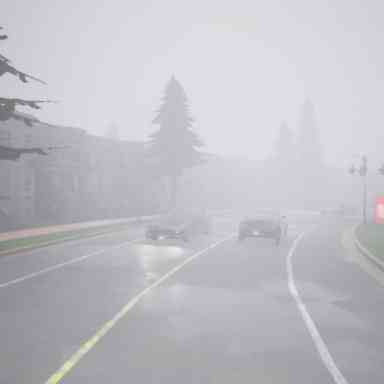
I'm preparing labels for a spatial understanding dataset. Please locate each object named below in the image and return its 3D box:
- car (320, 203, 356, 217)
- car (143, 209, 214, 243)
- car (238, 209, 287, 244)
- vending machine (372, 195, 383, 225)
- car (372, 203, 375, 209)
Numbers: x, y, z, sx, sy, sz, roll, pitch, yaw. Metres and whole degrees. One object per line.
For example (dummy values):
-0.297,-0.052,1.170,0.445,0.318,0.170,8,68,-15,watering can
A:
14.473,1.719,32.773,4.718,1.301,1.895,0,0,-44,car
-0.397,1.543,16.457,2.033,1.411,5.357,0,0,20,car
3.499,1.554,16.156,1.812,1.442,4.674,0,0,21,car
13.878,1.309,24.325,1.100,2.100,0.880,0,0,37,vending machine
27.429,1.789,47.318,4.181,1.385,1.994,0,0,-33,car
